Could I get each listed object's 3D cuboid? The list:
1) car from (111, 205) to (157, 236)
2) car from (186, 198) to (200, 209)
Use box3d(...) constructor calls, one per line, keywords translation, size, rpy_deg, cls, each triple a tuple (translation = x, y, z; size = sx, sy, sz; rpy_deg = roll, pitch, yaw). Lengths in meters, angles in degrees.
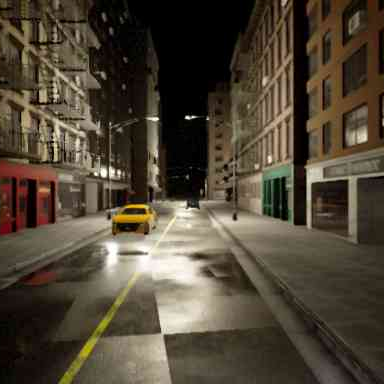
box3d(translation=(-3.089, 1.479, 18.465), size=(1.882, 1.535, 5.008), rpy_deg=(0, 0, 0), cls="car")
box3d(translation=(0.121, 1.569, 45.645), size=(2.033, 1.411, 5.357), rpy_deg=(0, 0, 0), cls="car")
